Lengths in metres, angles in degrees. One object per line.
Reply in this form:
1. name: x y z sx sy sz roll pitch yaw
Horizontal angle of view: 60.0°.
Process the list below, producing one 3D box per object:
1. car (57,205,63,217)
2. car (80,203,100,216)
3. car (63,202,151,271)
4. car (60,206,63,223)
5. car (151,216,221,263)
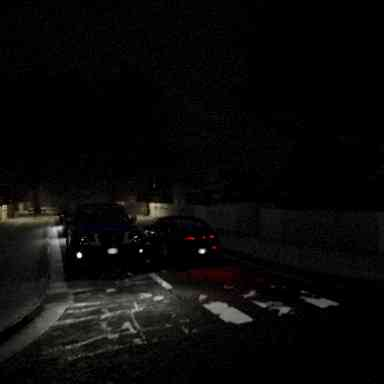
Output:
1. car: -11.308 2.142 30.940 1.895 1.301 4.718 0 -1 -23
2. car: -13.095 2.195 42.551 1.882 1.535 5.008 0 -1 -23
3. car: -3.410 1.427 12.312 2.150 2.045 5.566 0 -1 -23
4. car: -7.295 1.895 21.480 1.812 1.442 4.674 0 -1 -24
5. car: -0.608 1.685 12.906 1.837 1.490 4.892 -2 0 -23
